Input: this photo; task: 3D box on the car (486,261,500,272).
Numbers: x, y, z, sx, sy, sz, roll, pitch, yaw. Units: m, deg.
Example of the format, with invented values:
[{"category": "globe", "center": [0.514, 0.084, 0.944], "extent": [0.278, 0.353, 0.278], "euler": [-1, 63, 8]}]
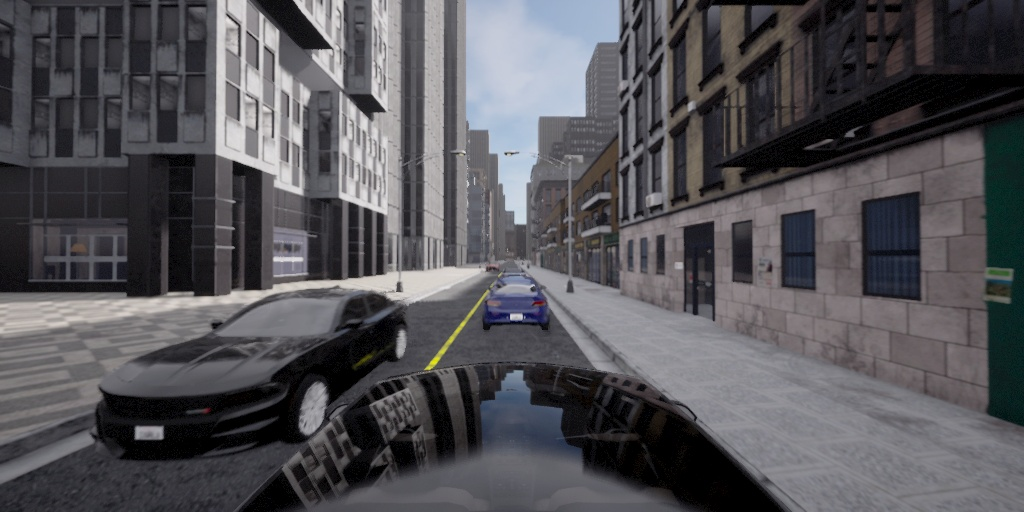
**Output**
[{"category": "car", "center": [-2.966, 1.577, 56.279], "extent": [2.097, 1.767, 4.553], "euler": [0, 0, 1]}]

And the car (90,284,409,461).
[{"category": "car", "center": [-3.095, 1.258, 5.561], "extent": [1.882, 1.535, 5.008], "euler": [0, 0, 0]}]

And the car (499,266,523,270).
[{"category": "car", "center": [0.127, 1.580, 28.684], "extent": [1.895, 1.301, 4.718], "euler": [0, 0, 0]}]

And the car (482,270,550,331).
[{"category": "car", "center": [0.110, 1.352, 11.188], "extent": [1.812, 1.442, 4.674], "euler": [0, 0, 0]}]
